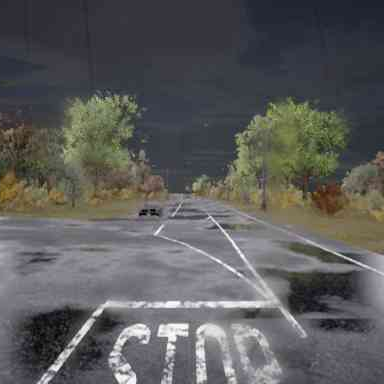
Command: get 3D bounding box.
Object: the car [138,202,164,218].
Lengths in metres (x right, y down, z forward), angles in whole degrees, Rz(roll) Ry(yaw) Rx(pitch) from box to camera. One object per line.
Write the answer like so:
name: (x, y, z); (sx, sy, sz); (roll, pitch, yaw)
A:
car: (-3.546, 1.585, 29.374); (1.895, 1.301, 4.718); (0, -1, 0)
